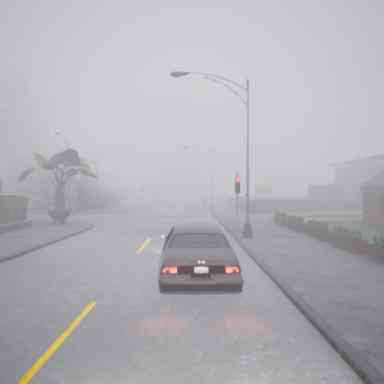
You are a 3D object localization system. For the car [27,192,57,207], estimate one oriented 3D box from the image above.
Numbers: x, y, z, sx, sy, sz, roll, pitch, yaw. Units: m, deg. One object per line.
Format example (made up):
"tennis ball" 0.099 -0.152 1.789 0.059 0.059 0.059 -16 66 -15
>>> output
"car" -19.782 0.964 43.806 1.905 1.878 3.866 0 0 35

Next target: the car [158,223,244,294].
"car" 0.109 1.543 8.902 2.033 1.411 5.357 0 0 -2
